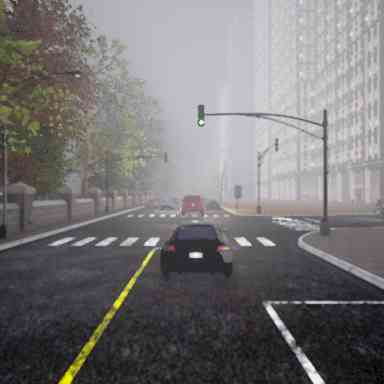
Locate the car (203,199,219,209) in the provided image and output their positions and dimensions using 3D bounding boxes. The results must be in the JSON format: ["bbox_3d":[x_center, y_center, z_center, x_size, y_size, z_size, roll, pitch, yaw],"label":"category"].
[{"bbox_3d":[2.682,1.666,47.935,1.947,1.339,4.313,0,0,0],"label":"car"}]

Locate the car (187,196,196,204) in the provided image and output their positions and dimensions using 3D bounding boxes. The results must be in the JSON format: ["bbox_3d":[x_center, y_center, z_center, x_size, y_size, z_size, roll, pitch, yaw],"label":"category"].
[{"bbox_3d":[-0.015,1.650,69.553,1.837,1.490,4.892,0,0,0],"label":"car"}]

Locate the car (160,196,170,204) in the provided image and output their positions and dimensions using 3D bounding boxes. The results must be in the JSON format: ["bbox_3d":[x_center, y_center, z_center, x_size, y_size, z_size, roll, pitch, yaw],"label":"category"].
[{"bbox_3d":[-5.701,1.687,70.294,1.752,1.417,4.829,0,0,0],"label":"car"}]

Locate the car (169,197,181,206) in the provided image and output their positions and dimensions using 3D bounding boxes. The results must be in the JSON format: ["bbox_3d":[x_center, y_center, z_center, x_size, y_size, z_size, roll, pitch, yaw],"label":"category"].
[{"bbox_3d":[-3.058,1.634,59.310,1.837,1.490,4.892,0,0,0],"label":"car"}]

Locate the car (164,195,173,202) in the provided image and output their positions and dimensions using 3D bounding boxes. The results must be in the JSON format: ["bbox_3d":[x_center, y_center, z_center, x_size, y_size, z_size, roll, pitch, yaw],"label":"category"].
[{"bbox_3d":[-5.703,1.638,81.728,1.967,1.590,4.097,0,0,0],"label":"car"}]

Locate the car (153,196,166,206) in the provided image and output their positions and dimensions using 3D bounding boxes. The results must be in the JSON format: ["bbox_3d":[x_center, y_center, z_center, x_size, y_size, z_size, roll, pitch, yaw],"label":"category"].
[{"bbox_3d":[-5.700,1.569,59.199,1.967,1.590,4.097,0,0,0],"label":"car"}]

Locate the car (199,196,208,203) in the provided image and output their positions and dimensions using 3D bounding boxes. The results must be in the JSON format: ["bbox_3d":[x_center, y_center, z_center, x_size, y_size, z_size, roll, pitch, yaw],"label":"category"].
[{"bbox_3d":[2.678,1.619,76.098,1.967,1.590,4.097,0,0,0],"label":"car"}]

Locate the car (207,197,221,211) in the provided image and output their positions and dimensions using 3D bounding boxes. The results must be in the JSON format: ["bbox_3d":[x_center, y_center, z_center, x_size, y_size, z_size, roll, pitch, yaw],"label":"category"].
[{"bbox_3d":[2.683,1.652,42.303,1.947,1.339,4.313,0,0,0],"label":"car"}]

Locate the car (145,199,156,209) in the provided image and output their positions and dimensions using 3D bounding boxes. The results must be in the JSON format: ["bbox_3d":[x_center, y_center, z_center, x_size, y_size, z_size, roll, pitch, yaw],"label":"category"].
[{"bbox_3d":[-5.698,1.682,47.934,1.802,1.307,4.206,0,0,0],"label":"car"}]

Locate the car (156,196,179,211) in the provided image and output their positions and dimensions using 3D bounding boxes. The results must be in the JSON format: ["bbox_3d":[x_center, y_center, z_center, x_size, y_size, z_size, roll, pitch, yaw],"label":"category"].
[{"bbox_3d":[-3.097,1.636,43.089,2.033,1.411,5.357,0,0,0],"label":"car"}]

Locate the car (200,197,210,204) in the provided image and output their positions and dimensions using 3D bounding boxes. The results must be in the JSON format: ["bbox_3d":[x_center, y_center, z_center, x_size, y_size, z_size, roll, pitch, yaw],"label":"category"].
[{"bbox_3d":[2.679,1.706,70.466,1.887,1.381,4.507,0,0,0],"label":"car"}]

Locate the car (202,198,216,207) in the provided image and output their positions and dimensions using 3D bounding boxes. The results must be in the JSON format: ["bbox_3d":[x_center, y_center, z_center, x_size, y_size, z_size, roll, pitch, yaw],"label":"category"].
[{"bbox_3d":[2.681,1.680,53.568,1.947,1.339,4.313,0,0,0],"label":"car"}]

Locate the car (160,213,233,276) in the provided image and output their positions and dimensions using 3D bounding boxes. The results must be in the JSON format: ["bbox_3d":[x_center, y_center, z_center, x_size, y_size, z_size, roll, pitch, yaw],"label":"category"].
[{"bbox_3d":[0.200,1.581,10.426,1.994,1.385,4.181,0,0,3],"label":"car"}]

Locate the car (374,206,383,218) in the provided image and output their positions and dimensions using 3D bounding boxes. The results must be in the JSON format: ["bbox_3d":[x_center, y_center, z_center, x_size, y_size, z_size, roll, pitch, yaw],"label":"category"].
[{"bbox_3d":[16.560,1.272,25.527,4.674,1.442,1.812,-1,0,0],"label":"car"}]

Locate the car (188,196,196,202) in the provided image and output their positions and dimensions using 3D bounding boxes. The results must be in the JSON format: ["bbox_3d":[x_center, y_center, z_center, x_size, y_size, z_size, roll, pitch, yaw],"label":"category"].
[{"bbox_3d":[-0.015,1.589,79.589,1.812,1.442,4.674,0,0,0],"label":"car"}]

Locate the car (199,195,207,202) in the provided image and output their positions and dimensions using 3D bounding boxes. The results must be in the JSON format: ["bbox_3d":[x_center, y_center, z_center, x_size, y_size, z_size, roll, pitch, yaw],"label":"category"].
[{"bbox_3d":[2.677,1.637,81.729,1.967,1.590,4.097,0,0,0],"label":"car"}]

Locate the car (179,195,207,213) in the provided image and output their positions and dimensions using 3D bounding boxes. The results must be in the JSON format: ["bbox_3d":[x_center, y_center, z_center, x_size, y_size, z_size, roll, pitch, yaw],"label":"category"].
[{"bbox_3d":[0.094,1.288,33.807,2.150,2.045,5.566,0,0,0],"label":"car"}]

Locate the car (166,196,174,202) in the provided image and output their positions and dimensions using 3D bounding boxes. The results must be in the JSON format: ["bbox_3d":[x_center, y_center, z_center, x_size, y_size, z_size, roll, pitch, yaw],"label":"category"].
[{"bbox_3d":[-5.706,1.761,87.360,1.887,1.381,4.507,0,0,0],"label":"car"}]
